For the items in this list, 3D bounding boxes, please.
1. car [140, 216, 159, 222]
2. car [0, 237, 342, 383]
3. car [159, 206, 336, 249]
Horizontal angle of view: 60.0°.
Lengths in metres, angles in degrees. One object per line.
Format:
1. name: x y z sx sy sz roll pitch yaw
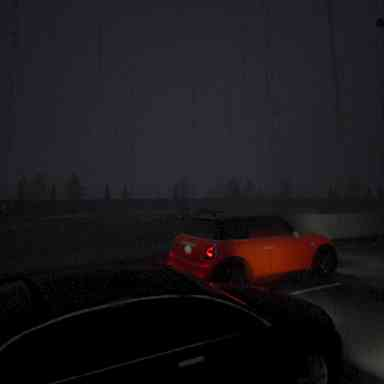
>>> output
1. car: -0.207 1.452 15.952 4.902 1.511 2.128 0 0 -29
2. car: -0.534 1.495 3.194 4.892 1.490 1.837 0 0 -35
3. car: 1.724 1.334 8.741 4.553 1.767 2.097 0 0 -31
